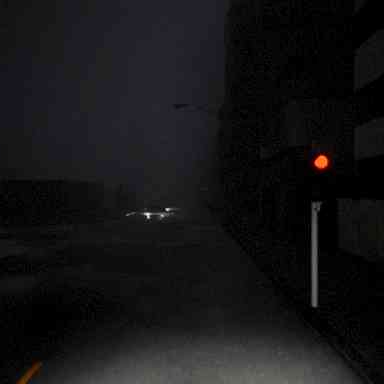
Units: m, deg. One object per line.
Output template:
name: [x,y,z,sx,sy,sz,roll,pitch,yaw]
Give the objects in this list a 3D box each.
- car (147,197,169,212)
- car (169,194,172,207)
car: [-4.174,1.494,39.485,1.882,1.535,5.008,0,0,0]
car: [-4.162,1.525,49.512,1.837,1.490,4.892,0,0,1]
